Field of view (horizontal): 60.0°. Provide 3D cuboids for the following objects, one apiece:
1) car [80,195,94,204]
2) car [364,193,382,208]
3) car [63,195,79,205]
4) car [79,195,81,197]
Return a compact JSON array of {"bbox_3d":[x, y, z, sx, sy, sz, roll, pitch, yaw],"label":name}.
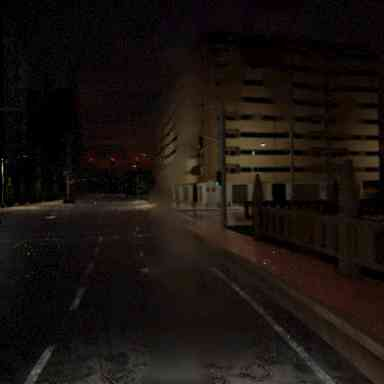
[{"bbox_3d":[-20.757,1.734,66.415,1.895,1.301,4.718,-1,0,-12],"label":"car"},{"bbox_3d":[24.151,0.840,41.335,5.566,2.045,2.150,-1,0,-12],"label":"car"},{"bbox_3d":[-24.176,1.783,65.666,1.895,1.301,4.718,-1,0,-12],"label":"car"},{"bbox_3d":[-27.653,1.386,81.548,2.097,1.767,4.553,-1,0,-12],"label":"car"}]
